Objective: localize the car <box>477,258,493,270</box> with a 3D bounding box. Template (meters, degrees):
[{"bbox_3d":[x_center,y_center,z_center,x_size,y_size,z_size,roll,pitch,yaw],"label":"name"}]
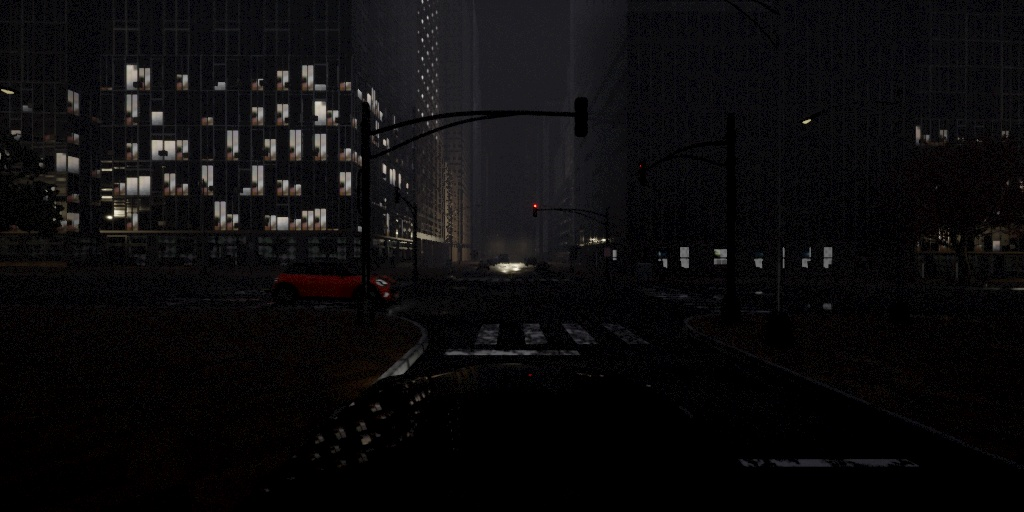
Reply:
[{"bbox_3d":[-4.079,1.342,52.076,1.802,1.307,4.207,0,0,0],"label":"car"}]

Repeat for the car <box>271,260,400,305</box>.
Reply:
[{"bbox_3d":[-6.938,0.996,14.507,4.553,1.767,2.097,1,0,-3],"label":"car"}]

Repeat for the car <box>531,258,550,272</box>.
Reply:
[{"bbox_3d":[3.880,1.329,46.591,1.948,1.339,4.313,0,0,0],"label":"car"}]
